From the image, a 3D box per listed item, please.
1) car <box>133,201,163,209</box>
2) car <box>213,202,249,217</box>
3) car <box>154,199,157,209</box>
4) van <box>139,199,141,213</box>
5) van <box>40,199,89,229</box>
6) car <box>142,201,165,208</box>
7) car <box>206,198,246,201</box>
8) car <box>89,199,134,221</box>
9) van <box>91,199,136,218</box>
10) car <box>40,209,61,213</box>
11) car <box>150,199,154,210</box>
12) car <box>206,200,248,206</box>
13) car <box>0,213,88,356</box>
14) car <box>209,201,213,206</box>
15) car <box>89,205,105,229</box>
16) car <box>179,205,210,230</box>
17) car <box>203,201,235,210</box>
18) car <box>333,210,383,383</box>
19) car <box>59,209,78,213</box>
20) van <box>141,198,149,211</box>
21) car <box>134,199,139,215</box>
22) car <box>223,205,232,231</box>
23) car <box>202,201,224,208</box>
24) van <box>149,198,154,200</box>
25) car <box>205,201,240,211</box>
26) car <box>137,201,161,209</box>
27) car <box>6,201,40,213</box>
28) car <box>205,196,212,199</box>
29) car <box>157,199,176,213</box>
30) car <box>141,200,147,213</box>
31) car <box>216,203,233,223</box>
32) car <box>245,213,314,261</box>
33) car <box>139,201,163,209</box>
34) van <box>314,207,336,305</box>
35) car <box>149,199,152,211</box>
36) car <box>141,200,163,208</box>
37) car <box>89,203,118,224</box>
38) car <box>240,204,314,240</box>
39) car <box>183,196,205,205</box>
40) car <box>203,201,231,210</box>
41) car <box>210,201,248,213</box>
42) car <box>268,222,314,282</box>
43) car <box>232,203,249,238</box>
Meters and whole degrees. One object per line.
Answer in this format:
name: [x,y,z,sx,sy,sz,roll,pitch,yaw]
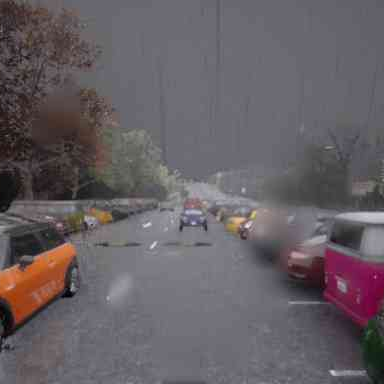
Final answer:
car: [-8.388,2.511,63.822,5.366,1.575,1.946,0,-1,0]
car: [4.711,1.852,27.737,5.366,1.575,1.946,0,-1,0]
car: [-8.541,2.350,55.515,4.792,1.488,2.163,0,-1,0]
van: [-8.677,1.791,38.910,4.442,1.987,1.878,0,-1,0]
van: [-8.667,1.507,19.395,4.442,1.987,1.878,0,-1,0]
car: [-8.574,2.768,74.777,5.008,1.535,2.097,0,-1,0]
car: [4.485,1.975,44.391,4.553,1.767,2.185,0,-1,0]
car: [-8.528,1.645,30.601,5.566,2.045,2.435,0,-1,0]
van: [-8.442,1.751,36.140,4.442,1.987,1.878,0,-1,0]
car: [-8.542,1.654,13.977,5.008,1.535,2.097,0,-1,0]
car: [-8.595,2.227,49.851,4.792,1.488,2.163,0,-1,0]
car: [4.489,2.087,41.616,4.792,1.488,2.163,0,-1,0]
car: [-3.610,1.405,5.713,2.097,1.767,4.553,0,-1,0]
car: [4.550,2.006,36.064,4.792,1.488,2.163,0,-1,0]
car: [-8.554,1.813,22.161,4.674,1.452,2.002,0,-1,0]
car: [0.095,1.835,23.236,1.812,1.442,4.674,0,-1,0]
car: [4.695,2.382,58.260,5.366,1.575,1.946,0,-1,0]
car: [4.510,1.240,2.757,5.566,2.045,2.435,0,-1,0]
car: [-8.547,1.734,16.747,4.674,1.452,2.002,0,-1,0]
van: [-8.455,1.875,44.465,4.442,1.987,1.878,0,-1,0]
car: [-8.529,1.685,33.371,5.566,2.045,2.435,0,-1,0]
car: [4.715,1.731,19.409,5.366,1.575,1.946,0,-1,0]
car: [4.532,2.738,72.136,4.792,1.488,2.163,0,-1,0]
van: [-8.684,2.030,52.627,4.442,1.987,1.878,0,-1,0]
car: [4.698,2.253,52.588,5.366,1.575,1.946,0,-1,0]
car: [-8.572,2.618,66.591,4.674,1.452,2.002,0,-1,0]
car: [-8.518,1.360,11.086,5.566,2.045,2.435,0,-1,0]
car: [4.477,2.328,66.592,5.566,2.045,2.435,0,-1,0]
car: [-3.603,2.202,48.721,1.837,1.490,4.892,0,-2,0]
car: [-8.567,2.057,41.676,5.008,1.535,2.097,0,-1,0]
car: [4.520,1.816,24.961,4.892,1.521,2.231,0,-1,0]
car: [4.539,1.612,11.081,5.008,1.535,2.097,0,-1,0]
car: [-8.547,2.672,69.360,4.792,1.488,2.163,0,-1,0]
van: [4.654,1.306,5.533,4.442,1.987,1.878,0,-1,0]
car: [-8.594,2.176,47.212,4.792,1.488,2.163,0,-1,0]
car: [-8.609,2.579,72.009,4.553,1.767,2.185,0,-1,0]
car: [-8.548,1.815,25.056,5.008,1.535,2.097,0,-1,0]
car: [4.564,1.527,13.859,4.553,1.767,2.185,0,-1,0]
car: [0.073,1.781,40.293,2.150,2.045,5.566,0,-1,0]
car: [4.502,2.451,61.034,4.892,1.521,2.231,0,-1,0]
car: [4.552,1.966,33.288,4.792,1.488,2.163,0,-1,0]
car: [4.533,1.612,8.305,4.674,1.452,2.002,0,-1,0]
car: [4.562,1.568,16.635,4.553,1.767,2.185,0,-1,0]
